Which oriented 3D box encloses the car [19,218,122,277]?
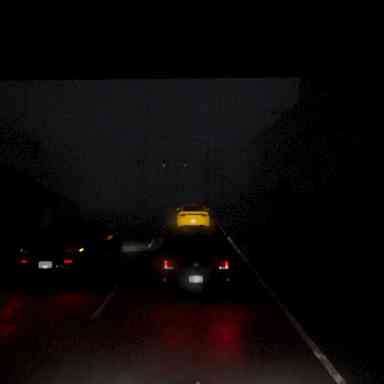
[{"bbox_3d":[-3.409,1.515,10.033,1.812,1.442,4.674,0,0,0],"label":"car"}]

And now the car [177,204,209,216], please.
[{"bbox_3d":[0.066,1.456,20.810,1.882,1.535,5.008,0,0,0],"label":"car"}]

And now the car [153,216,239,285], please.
[{"bbox_3d":[0.094,1.591,9.401,1.895,1.301,4.718,0,0,0],"label":"car"}]
